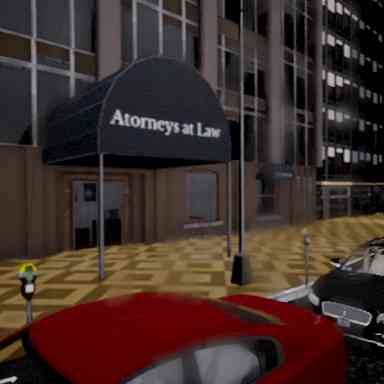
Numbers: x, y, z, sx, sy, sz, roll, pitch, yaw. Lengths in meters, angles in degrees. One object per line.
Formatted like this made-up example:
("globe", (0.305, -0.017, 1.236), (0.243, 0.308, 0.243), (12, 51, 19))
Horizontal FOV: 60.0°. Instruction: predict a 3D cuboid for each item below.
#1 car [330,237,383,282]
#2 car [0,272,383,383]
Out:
("car", (3.735, 1.539, 5.931), (4.403, 1.369, 2.008), (0, 0, -40))
("car", (-0.614, 1.535, 2.272), (4.507, 1.381, 1.887), (0, 0, -40))
